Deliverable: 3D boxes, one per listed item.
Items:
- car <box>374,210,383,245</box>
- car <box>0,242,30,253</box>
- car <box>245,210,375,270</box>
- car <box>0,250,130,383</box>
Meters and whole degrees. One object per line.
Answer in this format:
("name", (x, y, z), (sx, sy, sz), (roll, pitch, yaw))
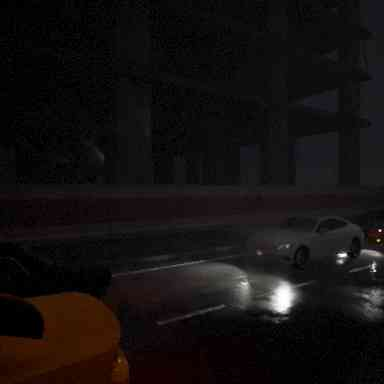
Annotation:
("car", (8.107, 1.455, 14.026), (4.181, 1.385, 1.994), (-1, 0, -35))
("car", (-3.887, 1.602, 5.516), (4.718, 1.301, 1.895), (-1, 0, -35))
("car", (3.834, 1.457, 10.903), (4.674, 1.442, 1.812), (-1, 0, -35))
("car", (-2.853, 1.487, 1.933), (5.008, 1.535, 1.882), (-1, 0, -35))
